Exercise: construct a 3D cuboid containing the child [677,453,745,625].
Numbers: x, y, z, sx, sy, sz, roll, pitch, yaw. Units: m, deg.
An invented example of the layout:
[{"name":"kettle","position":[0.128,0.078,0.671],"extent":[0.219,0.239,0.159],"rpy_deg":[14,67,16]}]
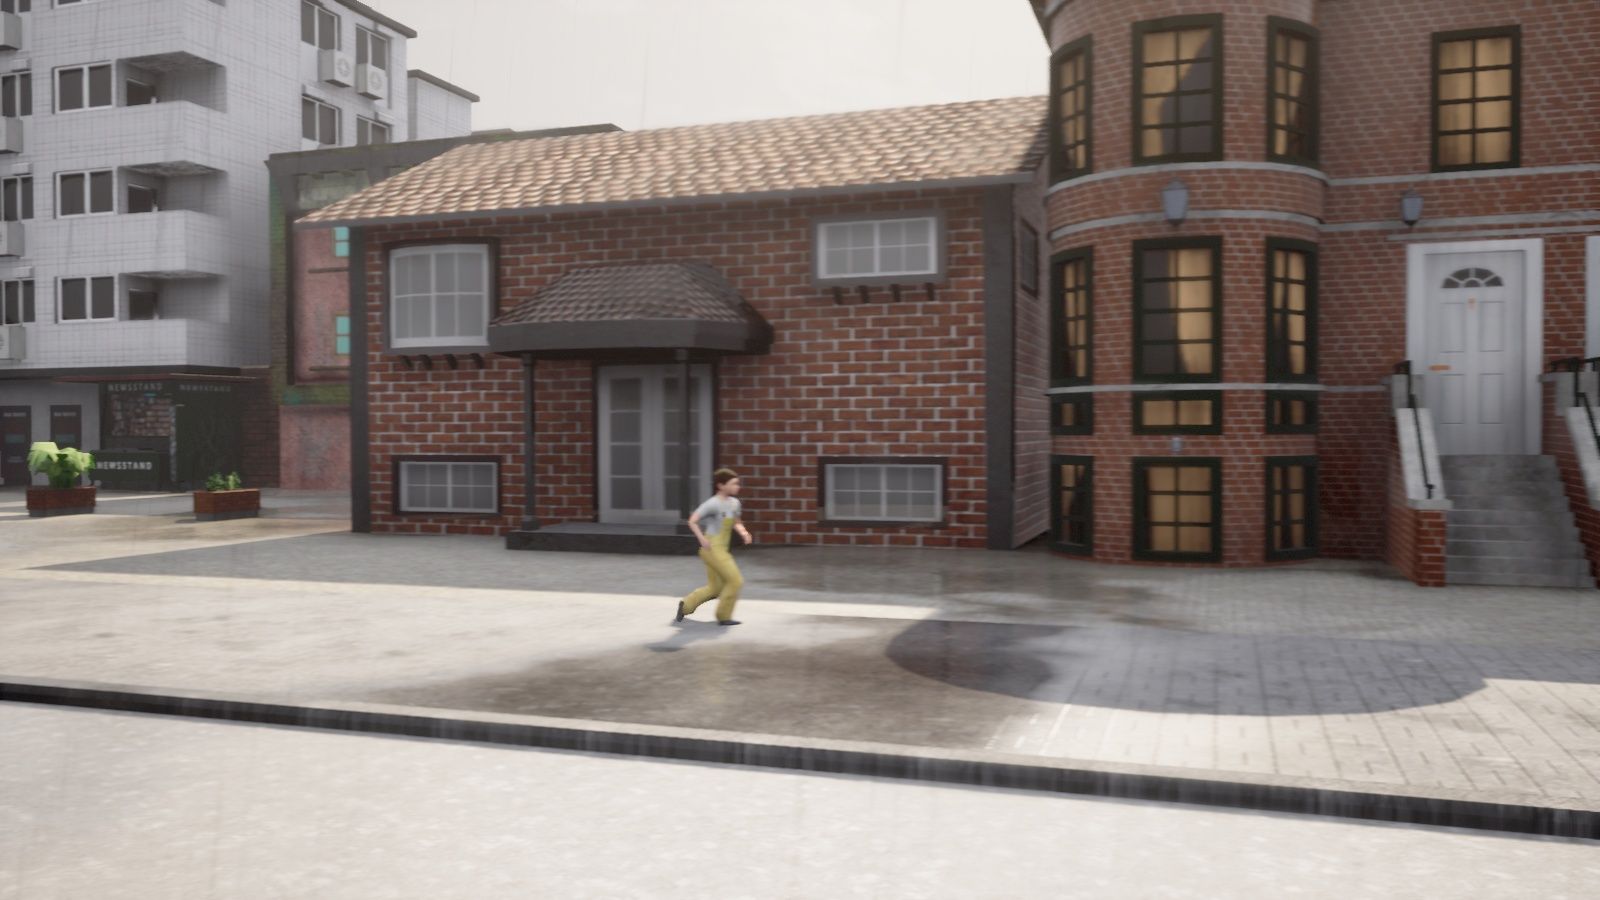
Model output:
[{"name":"child","position":[-0.672,0.659,9.491],"extent":[0.437,1.263,0.270],"rpy_deg":[1,1,18]}]
